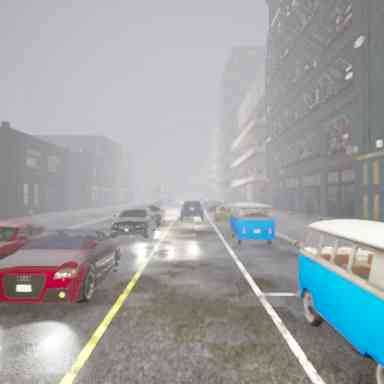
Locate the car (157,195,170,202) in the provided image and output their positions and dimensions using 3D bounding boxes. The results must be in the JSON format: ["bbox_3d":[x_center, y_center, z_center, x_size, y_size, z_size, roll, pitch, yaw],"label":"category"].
[{"bbox_3d":[-5.648,1.770,60.280,1.947,1.339,4.313,1,0,0],"label":"car"}]

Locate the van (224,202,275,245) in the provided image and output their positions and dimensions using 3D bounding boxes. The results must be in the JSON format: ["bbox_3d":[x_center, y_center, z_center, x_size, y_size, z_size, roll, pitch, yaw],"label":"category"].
[{"bbox_3d":[2.713,1.402,15.673,1.690,1.788,3.998,1,0,0],"label":"van"}]

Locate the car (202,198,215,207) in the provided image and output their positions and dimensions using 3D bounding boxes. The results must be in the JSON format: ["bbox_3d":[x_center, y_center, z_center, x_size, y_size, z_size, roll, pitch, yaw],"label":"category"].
[{"bbox_3d":[2.730,1.732,54.737,1.887,1.381,4.507,1,0,0],"label":"car"}]

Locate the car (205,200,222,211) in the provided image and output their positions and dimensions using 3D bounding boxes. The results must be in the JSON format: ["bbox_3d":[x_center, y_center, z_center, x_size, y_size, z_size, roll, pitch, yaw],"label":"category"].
[{"bbox_3d":[2.724,1.721,43.575,1.947,1.339,4.313,1,0,0],"label":"car"}]

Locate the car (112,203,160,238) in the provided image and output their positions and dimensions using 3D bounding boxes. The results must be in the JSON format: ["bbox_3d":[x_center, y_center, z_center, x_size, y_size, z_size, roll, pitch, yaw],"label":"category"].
[{"bbox_3d":[-3.071,1.577,18.168,1.837,1.490,4.892,0,0,1],"label":"car"}]

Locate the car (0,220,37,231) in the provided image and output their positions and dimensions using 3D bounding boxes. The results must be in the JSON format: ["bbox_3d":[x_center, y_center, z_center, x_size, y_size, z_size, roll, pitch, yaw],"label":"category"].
[{"bbox_3d":[-5.673,1.585,10.059,1.887,1.381,4.507,1,0,0],"label":"car"}]

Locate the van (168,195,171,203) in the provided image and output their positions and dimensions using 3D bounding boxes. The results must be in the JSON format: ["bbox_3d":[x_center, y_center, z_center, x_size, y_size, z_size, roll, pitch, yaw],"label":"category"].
[{"bbox_3d":[-5.641,1.560,65.861,1.690,1.788,3.998,1,0,0],"label":"van"}]

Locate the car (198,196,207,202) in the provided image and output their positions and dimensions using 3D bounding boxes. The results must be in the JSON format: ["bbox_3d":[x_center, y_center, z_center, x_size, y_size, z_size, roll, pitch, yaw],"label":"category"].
[{"bbox_3d":[2.747,1.824,88.219,2.008,1.369,4.403,1,0,0],"label":"car"}]

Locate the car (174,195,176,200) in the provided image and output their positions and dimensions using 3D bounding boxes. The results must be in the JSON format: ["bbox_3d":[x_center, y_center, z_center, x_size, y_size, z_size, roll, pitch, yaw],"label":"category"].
[{"bbox_3d":[-5.634,1.818,88.181,1.887,1.381,4.507,1,0,0],"label":"car"}]

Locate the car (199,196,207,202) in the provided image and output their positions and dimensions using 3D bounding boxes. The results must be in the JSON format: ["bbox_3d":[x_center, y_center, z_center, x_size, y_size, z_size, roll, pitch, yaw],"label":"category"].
[{"bbox_3d":[2.746,1.701,82.640,1.967,1.590,4.097,1,0,0],"label":"car"}]

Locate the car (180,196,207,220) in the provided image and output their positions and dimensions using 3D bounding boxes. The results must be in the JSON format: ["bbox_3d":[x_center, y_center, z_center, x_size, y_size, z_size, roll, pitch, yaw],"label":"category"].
[{"bbox_3d":[0.025,1.464,29.782,2.097,1.767,4.553,0,0,0],"label":"car"}]

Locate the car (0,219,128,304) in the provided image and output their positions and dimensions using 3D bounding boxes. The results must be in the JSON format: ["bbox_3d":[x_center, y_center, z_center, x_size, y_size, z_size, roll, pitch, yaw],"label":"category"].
[{"bbox_3d":[-3.079,1.597,8.141,1.994,1.385,4.181,0,0,1],"label":"car"}]

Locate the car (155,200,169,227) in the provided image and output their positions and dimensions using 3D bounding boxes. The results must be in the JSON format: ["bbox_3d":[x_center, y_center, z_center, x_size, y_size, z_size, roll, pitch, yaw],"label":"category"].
[{"bbox_3d":[-2.988,1.584,23.806,1.882,1.535,5.008,0,0,0],"label":"car"}]

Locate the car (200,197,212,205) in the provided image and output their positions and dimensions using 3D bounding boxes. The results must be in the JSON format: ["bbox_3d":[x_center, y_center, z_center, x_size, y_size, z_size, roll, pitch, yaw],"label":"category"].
[{"bbox_3d":[2.736,1.769,65.899,2.008,1.369,4.403,1,0,0],"label":"car"}]

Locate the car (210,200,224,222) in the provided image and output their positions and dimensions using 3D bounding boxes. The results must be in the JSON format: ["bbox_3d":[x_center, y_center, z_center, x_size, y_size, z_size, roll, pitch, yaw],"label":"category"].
[{"bbox_3d":[2.716,1.627,27.002,1.752,1.417,4.829,1,0,0],"label":"car"}]

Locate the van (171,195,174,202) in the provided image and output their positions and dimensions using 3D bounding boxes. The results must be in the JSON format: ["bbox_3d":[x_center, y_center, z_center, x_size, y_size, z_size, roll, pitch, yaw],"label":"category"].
[{"bbox_3d":[-5.636,1.589,77.021,1.690,1.788,3.998,1,0,0],"label":"van"}]

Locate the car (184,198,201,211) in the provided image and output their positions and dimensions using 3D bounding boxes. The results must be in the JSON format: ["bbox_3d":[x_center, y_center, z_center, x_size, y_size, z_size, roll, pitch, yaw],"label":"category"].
[{"bbox_3d":[0.071,1.648,43.958,2.128,1.511,4.902,0,0,1],"label":"car"}]

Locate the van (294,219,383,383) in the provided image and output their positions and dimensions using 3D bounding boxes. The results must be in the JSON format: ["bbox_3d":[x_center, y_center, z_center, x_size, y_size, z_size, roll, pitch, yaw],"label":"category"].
[{"bbox_3d":[2.707,1.359,4.510,1.690,1.788,3.998,1,0,0],"label":"van"}]

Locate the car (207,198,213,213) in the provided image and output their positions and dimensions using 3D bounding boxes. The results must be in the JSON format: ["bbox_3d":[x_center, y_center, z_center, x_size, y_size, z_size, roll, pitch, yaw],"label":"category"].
[{"bbox_3d":[2.721,1.704,37.994,1.947,1.339,4.313,1,0,0],"label":"car"}]
